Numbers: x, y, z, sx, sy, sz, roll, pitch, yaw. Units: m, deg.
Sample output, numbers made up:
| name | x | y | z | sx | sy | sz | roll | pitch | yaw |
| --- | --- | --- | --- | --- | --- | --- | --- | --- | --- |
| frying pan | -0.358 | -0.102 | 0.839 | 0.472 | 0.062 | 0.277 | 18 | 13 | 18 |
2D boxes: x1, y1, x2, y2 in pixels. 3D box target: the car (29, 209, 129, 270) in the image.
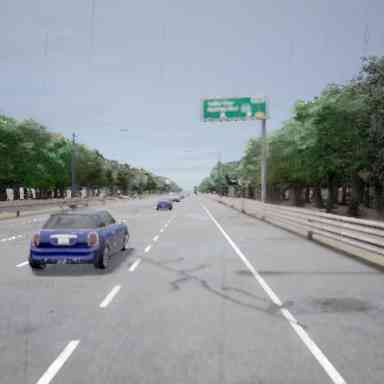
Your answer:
| name | x | y | z | sx | sy | sz | roll | pitch | yaw |
| --- | --- | --- | --- | --- | --- | --- | --- | --- | --- |
| car | -3.500 | 1.350 | 11.195 | 2.097 | 1.767 | 4.553 | 0 | 0 | 0 |

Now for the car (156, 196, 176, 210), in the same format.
| name | x | y | z | sx | sy | sz | roll | pitch | yaw |
| --- | --- | --- | --- | --- | --- | --- | --- | --- | --- |
| car | -3.460 | 1.511 | 42.768 | 1.812 | 1.442 | 4.674 | 0 | 0 | 0 |

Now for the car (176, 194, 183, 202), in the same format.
| name | x | y | z | sx | sy | sz | roll | pitch | yaw |
| --- | --- | --- | --- | --- | --- | --- | --- | --- | --- |
| car | -3.416 | 1.571 | 72.012 | 1.895 | 1.301 | 4.718 | 0 | 0 | 0 |
